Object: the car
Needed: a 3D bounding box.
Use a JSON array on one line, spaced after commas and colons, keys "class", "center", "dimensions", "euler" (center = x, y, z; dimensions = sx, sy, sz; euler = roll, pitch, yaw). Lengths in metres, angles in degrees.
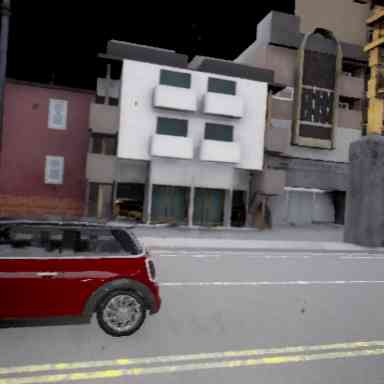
[{"class": "car", "center": [-2.821, 1.163, 5.503], "dimensions": [4.553, 1.767, 2.097], "euler": [4, 0, -15]}]
